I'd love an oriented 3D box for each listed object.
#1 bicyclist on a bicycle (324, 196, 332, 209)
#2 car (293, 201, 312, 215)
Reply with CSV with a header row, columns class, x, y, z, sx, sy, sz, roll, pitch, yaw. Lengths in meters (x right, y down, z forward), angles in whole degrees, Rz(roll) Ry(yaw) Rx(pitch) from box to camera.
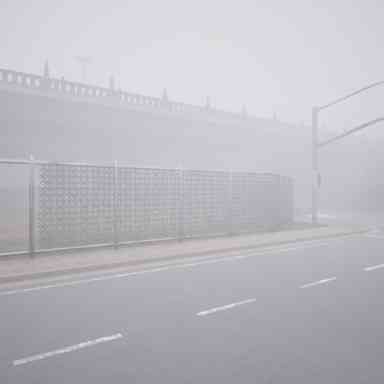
class,x,y,z,sx,sy,sz,roll,pitch,yaw
bicyclist on a bicycle,17.728,1.353,43.298,1.656,1.620,0.582,0,0,-36
car,10.454,1.617,34.595,1.994,1.385,4.181,0,0,-36
